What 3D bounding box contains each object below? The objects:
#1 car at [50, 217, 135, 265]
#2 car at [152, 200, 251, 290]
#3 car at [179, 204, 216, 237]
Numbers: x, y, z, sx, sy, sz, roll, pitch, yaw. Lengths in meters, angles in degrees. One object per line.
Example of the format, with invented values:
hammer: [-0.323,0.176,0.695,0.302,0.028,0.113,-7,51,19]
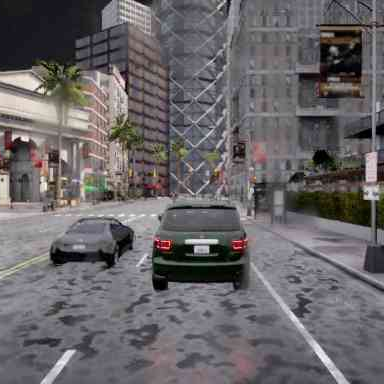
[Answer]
car: [-3.268,1.564,11.643,1.994,1.385,4.181,0,0,0]
car: [0.200,1.221,9.221,2.150,2.045,5.566,0,0,0]
car: [0.301,1.505,19.082,1.837,1.490,4.892,0,0,1]
